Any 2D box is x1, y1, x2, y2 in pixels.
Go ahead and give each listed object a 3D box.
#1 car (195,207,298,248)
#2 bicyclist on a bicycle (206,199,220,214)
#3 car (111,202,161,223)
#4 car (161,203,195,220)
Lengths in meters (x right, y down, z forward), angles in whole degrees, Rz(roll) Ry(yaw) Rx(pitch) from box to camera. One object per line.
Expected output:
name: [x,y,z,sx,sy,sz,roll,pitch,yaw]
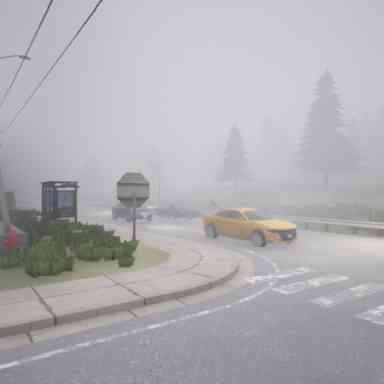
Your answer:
car: [2.486,1.476,15.249,1.882,1.535,5.008,0,0,-34]
bicyclist on a bicycle: [1.822,1.401,28.707,1.656,1.620,0.582,-7,4,-34]
car: [-4.721,1.490,25.852,2.128,1.511,4.902,0,0,-34]
car: [-1.556,1.598,27.733,1.895,1.301,4.718,0,0,-35]
